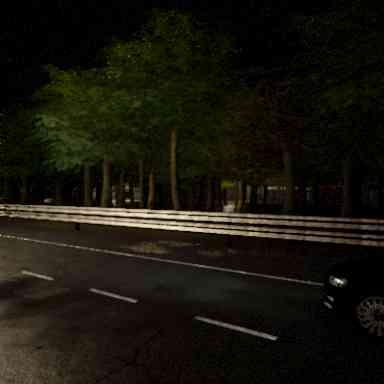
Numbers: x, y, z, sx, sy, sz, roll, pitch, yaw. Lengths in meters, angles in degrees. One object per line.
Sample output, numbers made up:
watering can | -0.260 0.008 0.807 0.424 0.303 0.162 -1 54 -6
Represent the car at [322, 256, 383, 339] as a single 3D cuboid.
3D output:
car | 4.555 1.492 4.917 4.902 1.511 2.128 0 0 35
